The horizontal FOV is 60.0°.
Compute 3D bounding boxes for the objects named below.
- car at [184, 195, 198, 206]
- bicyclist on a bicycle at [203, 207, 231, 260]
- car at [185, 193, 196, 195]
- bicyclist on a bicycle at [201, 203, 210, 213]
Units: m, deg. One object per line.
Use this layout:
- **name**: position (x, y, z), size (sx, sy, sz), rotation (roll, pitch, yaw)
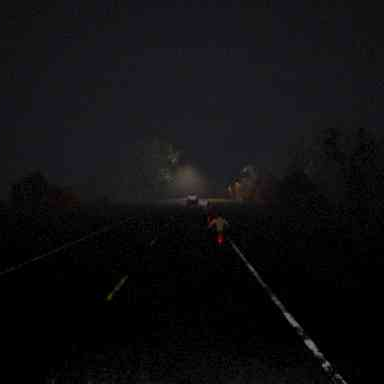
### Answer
- **car**: position (0.092, 1.582, 55.396), size (1.895, 1.301, 4.718), rotation (0, 0, 0)
- **bicyclist on a bicycle**: position (0.938, 1.443, 11.458), size (0.866, 1.612, 1.509), rotation (0, 0, 0)
- **car**: position (0.099, 1.179, 73.573), size (2.150, 2.045, 5.566), rotation (0, 0, 1)
- **bicyclist on a bicycle**: position (0.981, 1.445, 19.992), size (0.866, 1.612, 1.509), rotation (0, 0, 0)
